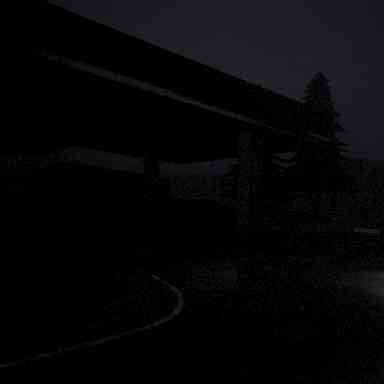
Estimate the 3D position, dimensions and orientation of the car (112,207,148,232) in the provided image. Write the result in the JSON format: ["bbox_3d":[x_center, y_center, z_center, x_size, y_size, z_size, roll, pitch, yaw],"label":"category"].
[{"bbox_3d":[-4.983,1.883,23.523,2.242,1.667,4.611,2,-1,-37],"label":"car"}]

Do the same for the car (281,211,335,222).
[{"bbox_3d":[10.610,2.408,30.415,1.895,1.301,4.718,2,-1,-37],"label":"car"}]

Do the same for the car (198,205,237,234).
[{"bbox_3d":[2.151,1.854,23.493,1.905,1.878,3.866,2,-1,-37],"label":"car"}]

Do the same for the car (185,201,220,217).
[{"bbox_3d":[1.334,2.160,42.929,2.097,1.767,4.553,2,-1,-36],"label":"car"}]
